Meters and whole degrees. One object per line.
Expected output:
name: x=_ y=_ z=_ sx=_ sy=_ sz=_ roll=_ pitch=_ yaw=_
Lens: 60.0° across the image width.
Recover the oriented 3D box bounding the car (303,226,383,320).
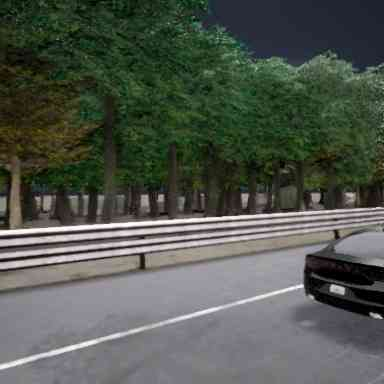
car: x=4.443 y=1.454 z=6.968 sx=5.008 sy=1.535 sz=1.882 roll=-1 pitch=0 yaw=-35
